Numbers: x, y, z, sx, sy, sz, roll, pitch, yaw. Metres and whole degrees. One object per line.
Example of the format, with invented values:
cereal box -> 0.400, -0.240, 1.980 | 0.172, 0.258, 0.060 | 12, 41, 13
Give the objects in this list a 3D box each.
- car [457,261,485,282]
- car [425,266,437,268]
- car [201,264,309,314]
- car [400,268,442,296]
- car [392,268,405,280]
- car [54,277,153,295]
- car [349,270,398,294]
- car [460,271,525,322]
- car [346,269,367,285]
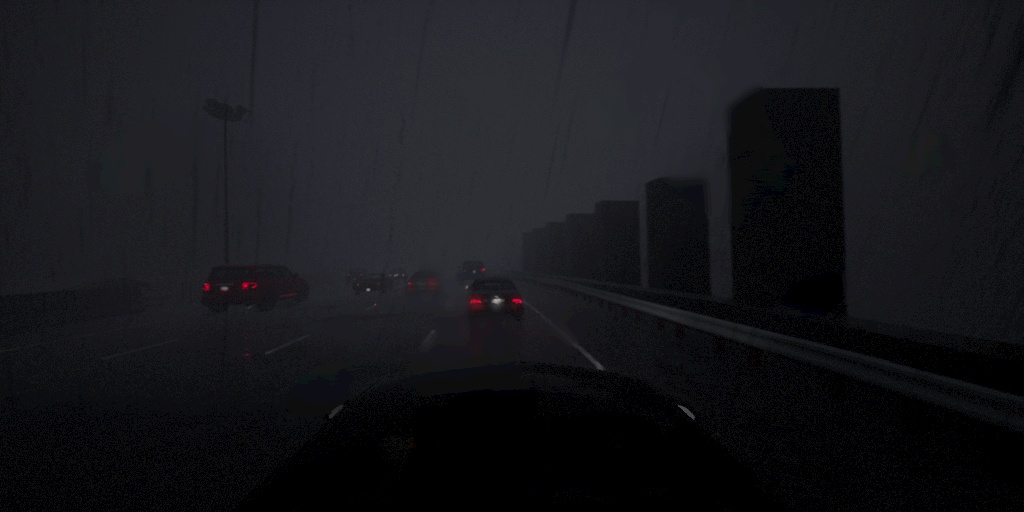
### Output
car -> -3.689, 1.447, 32.502 | 2.150, 2.045, 5.566 | -1, -1, -12
car -> -9.289, 1.947, 41.071 | 2.128, 1.511, 4.902 | -1, -1, -14
car -> -11.691, 1.415, 16.816 | 2.150, 2.045, 5.566 | -1, -1, -7
car -> -5.489, 1.686, 22.776 | 2.033, 1.411, 5.357 | -1, -1, -8
car -> -12.332, 2.040, 38.896 | 2.033, 1.411, 5.357 | -1, -1, -14
car -> -27.183, 2.167, 24.168 | 2.033, 1.411, 5.357 | -1, -1, -10
car -> -9.356, 1.845, 24.578 | 1.895, 1.301, 4.718 | -1, -1, -10
car -> -0.694, 1.461, 13.260 | 2.033, 1.411, 5.357 | -1, -1, -6
car -> -15.135, 2.002, 35.637 | 2.128, 1.511, 4.902 | -1, -1, -13
